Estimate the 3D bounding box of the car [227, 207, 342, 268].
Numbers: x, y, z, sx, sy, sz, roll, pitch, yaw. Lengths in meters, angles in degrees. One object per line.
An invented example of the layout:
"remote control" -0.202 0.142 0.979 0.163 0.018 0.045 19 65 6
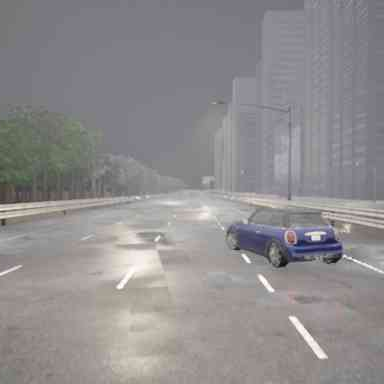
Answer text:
"car" 2.902 1.337 11.553 2.097 1.767 4.553 -1 0 -18
